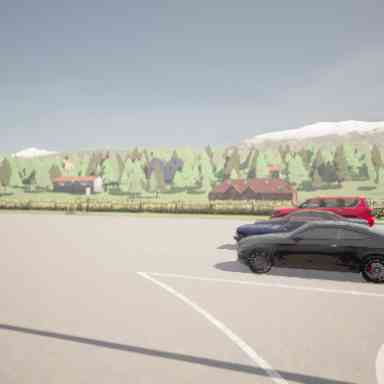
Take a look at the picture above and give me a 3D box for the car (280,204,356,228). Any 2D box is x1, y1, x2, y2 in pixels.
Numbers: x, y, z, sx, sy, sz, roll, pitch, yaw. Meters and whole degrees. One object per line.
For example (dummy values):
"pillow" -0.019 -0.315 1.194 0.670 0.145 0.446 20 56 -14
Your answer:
"car" 8.442 1.571 22.574 4.674 1.442 1.812 0 0 20

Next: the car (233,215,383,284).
"car" 3.636 1.545 9.425 4.674 1.442 1.812 0 0 20

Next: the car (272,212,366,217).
"car" 4.059 1.627 13.016 4.718 1.301 1.895 0 0 20

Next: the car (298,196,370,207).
"car" 7.405 1.260 19.241 5.566 2.045 2.150 0 0 20

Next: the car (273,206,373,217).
"car" 5.677 1.580 16.148 5.357 1.411 2.033 0 0 20
